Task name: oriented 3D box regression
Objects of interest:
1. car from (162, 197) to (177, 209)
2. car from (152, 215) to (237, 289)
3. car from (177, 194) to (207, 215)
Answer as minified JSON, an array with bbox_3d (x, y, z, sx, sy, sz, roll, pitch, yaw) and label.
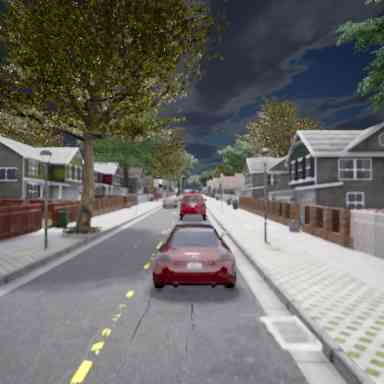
[{"bbox_3d":[-2.836,1.415,43.282,1.812,1.442,4.674,0,0,0],"label":"car"},{"bbox_3d":[0.062,1.570,9.234,1.994,1.385,4.181,0,0,0],"label":"car"},{"bbox_3d":[0.087,1.187,28.729,2.150,2.045,5.566,0,0,0],"label":"car"}]
